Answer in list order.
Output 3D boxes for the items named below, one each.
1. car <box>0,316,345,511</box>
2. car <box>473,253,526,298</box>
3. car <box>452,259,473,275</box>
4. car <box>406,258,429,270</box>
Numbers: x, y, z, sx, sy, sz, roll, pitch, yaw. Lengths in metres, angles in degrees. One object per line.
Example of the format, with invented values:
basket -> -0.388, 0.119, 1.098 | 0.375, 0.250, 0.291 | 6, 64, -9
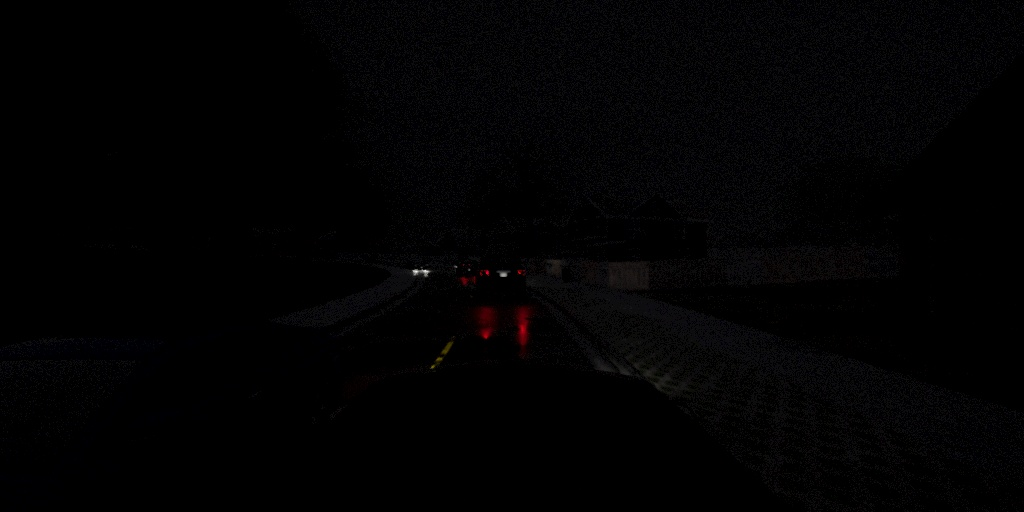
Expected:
car -> -2.896, 1.271, 2.566 | 1.812, 1.442, 4.674 | 0, 0, -1
car -> -0.680, 0.875, 17.842 | 2.150, 2.045, 5.566 | 0, 0, -7
car -> -4.579, 1.006, 34.544 | 2.128, 1.511, 4.902 | 0, 0, -18
car -> -11.656, 0.939, 43.987 | 2.033, 1.411, 5.357 | 0, 1, -27
